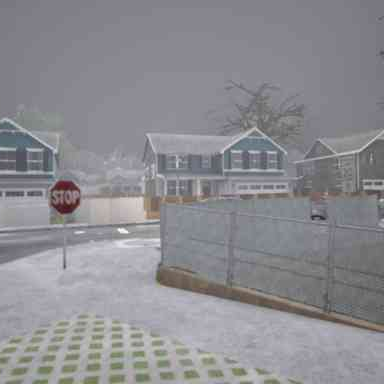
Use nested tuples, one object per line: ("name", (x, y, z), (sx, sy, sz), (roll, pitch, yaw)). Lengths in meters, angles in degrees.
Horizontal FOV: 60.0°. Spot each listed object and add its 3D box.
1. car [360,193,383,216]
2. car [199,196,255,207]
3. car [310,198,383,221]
("car", (14.129, 0.715, 22.100), (5.357, 1.411, 2.033), (-2, 0, -17))
("car", (1.246, 1.001, 18.032), (4.902, 1.511, 2.128), (-2, 0, -18))
("car", (8.044, 0.874, 17.268), (4.181, 1.385, 1.994), (-2, 0, -17))
